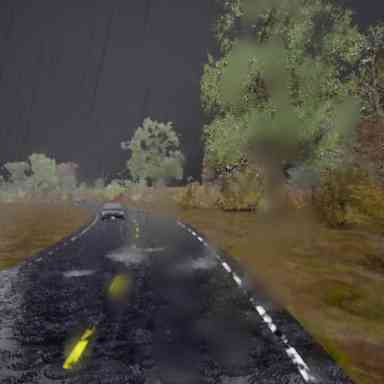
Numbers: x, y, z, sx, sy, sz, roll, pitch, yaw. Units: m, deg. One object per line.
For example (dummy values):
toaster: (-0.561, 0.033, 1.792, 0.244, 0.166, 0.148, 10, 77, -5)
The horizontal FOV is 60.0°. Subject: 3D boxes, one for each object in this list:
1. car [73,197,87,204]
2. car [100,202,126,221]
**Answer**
car: (-21.927, 1.628, 64.963, 2.033, 1.411, 5.357, 0, 0, -30)
car: (-6.470, 1.557, 27.362, 2.033, 1.411, 5.357, 0, 0, -13)
